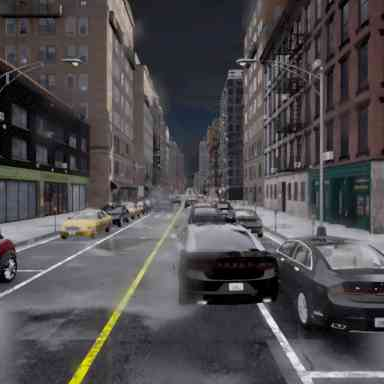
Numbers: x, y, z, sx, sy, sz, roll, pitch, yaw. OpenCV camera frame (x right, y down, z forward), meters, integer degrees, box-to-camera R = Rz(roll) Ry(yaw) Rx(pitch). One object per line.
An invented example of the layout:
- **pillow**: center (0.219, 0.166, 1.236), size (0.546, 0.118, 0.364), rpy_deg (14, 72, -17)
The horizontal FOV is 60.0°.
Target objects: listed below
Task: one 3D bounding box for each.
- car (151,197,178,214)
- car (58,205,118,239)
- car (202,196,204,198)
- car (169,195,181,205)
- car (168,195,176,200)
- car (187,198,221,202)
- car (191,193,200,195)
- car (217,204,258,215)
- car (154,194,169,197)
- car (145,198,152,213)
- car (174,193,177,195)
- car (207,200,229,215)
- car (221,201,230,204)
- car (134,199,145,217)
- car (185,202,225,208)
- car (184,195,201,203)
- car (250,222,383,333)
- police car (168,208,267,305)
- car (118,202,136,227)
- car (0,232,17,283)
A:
- **car**: center (-2.899, 1.543, 35.714), size (2.033, 1.411, 5.357), rpy_deg (0, 0, 0)
- **car**: center (-5.411, 1.524, 17.384), size (1.752, 1.417, 4.829), rpy_deg (0, 0, 0)
- **car**: center (2.574, 1.515, 44.790), size (1.752, 1.417, 4.829), rpy_deg (0, 0, 0)
- **car**: center (-2.834, 1.581, 58.271), size (1.895, 1.301, 4.718), rpy_deg (0, 0, 0)
- **car**: center (-5.520, 1.477, 92.644), size (1.752, 1.417, 4.829), rpy_deg (0, 0, 0)
- **car**: center (0.792, 1.476, 24.257), size (1.882, 1.535, 5.008), rpy_deg (0, 0, 0)
- **car**: center (-0.084, 1.457, 58.800), size (1.882, 1.535, 5.008), rpy_deg (0, 0, 0)
- **car**: center (2.614, 1.549, 17.556), size (2.008, 1.369, 4.403), rpy_deg (0, 0, 0)
- **car**: center (-5.466, 1.297, 55.443), size (2.192, 1.841, 5.009), rpy_deg (0, 0, 0)
- **car**: center (-5.435, 1.578, 33.792), size (1.802, 1.307, 4.206), rpy_deg (0, 0, 0)
- **car**: center (-5.504, 1.513, 81.906), size (2.008, 1.369, 4.403), rpy_deg (0, 0, 0)
- **car**: center (2.590, 1.562, 33.794), size (1.947, 1.339, 4.313), rpy_deg (0, 0, 0)
- **car**: center (2.598, 1.563, 28.381), size (1.947, 1.339, 4.313), rpy_deg (0, 0, 0)
- **car**: center (-5.427, 1.523, 28.209), size (1.752, 1.417, 4.829), rpy_deg (0, 0, 0)
- **car**: center (0.691, 1.503, 18.258), size (1.837, 1.490, 4.892), rpy_deg (0, 0, 0)
- **car**: center (-0.045, 1.494, 45.736), size (1.837, 1.490, 4.892), rpy_deg (0, 0, 1)
- **car**: center (2.629, 1.550, 6.731), size (2.008, 1.369, 4.403), rpy_deg (0, 0, 0)
- **police car**: center (0.512, 1.424, 8.289), size (1.930, 1.638, 5.238), rpy_deg (0, 0, -6)
- **car**: center (-5.419, 1.564, 22.966), size (1.947, 1.339, 4.313), rpy_deg (0, 0, 0)
- **car**: center (-5.396, 1.440, 6.728), size (1.967, 1.590, 4.097), rpy_deg (0, 0, 0)
